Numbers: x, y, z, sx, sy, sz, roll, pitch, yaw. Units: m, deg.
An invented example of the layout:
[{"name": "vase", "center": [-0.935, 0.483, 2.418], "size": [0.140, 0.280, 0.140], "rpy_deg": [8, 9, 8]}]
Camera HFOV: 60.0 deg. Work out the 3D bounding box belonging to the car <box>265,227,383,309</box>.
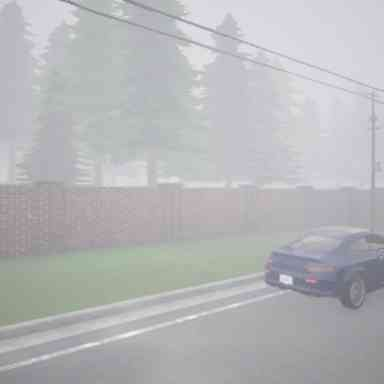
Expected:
[{"name": "car", "center": [3.708, 1.557, 7.907], "size": [4.674, 1.442, 1.812], "rpy_deg": [0, 0, -36]}]
